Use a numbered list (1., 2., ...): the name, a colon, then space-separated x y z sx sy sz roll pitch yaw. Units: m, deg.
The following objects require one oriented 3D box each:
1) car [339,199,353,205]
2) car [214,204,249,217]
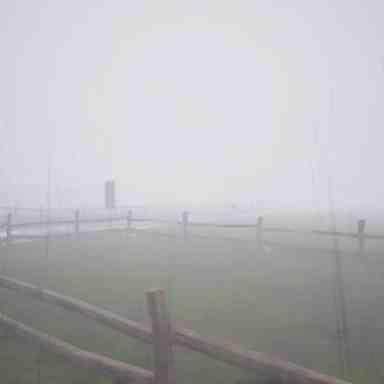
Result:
1. car: 39.791 2.742 86.882 2.128 1.511 4.902 -1 -1 35
2. car: 4.340 1.983 35.932 1.895 1.301 4.718 -1 -1 35
